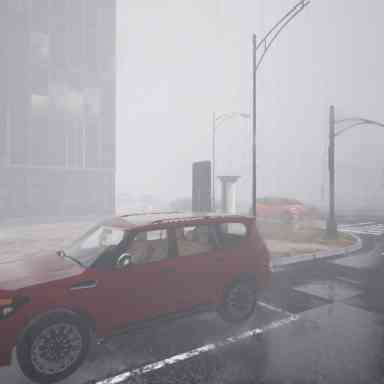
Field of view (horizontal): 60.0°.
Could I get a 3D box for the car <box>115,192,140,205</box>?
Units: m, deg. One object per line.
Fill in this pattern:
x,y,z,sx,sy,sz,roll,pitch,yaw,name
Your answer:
-9.293,0.837,44.745,2.097,1.767,4.553,0,1,-36,car

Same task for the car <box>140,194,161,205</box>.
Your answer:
-5.981,1.032,45.722,1.812,1.442,4.674,0,1,-36,car

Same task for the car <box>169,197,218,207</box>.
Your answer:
-0.209,1.221,32.423,2.033,1.411,5.357,0,1,-36,car

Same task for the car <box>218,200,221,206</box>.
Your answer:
1.695,1.214,35.313,2.033,1.411,5.357,0,1,-36,car

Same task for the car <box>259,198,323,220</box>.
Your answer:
7.879,1.300,26.940,1.837,1.490,4.892,0,1,-36,car

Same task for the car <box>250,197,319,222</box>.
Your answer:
6.207,1.160,23.683,2.097,1.767,4.553,0,1,-35,car

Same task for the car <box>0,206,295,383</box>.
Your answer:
-0.818,1.315,5.592,5.009,1.841,2.192,0,0,-35,car
